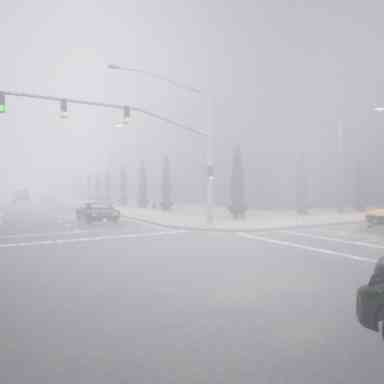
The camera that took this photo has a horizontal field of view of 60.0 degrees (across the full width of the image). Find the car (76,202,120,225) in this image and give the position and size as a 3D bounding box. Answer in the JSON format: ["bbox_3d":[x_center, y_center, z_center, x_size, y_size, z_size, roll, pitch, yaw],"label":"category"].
[{"bbox_3d":[-6.179,1.305,21.374,1.895,1.301,4.718,-1,1,-29],"label":"car"}]

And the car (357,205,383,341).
[{"bbox_3d":[4.344,1.159,2.735,2.150,2.045,5.566,-1,1,-29],"label":"car"}]

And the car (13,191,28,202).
[{"bbox_3d":[-29.073,0.691,56.374,2.097,1.767,4.553,-1,1,-28],"label":"car"}]

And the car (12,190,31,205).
[{"bbox_3d":[-24.166,0.662,47.189,2.150,2.045,5.566,-1,1,-28],"label":"car"}]

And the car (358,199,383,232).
[{"bbox_3d":[11.546,1.182,18.202,5.008,1.535,1.882,-1,1,-29],"label":"car"}]

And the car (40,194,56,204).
[{"bbox_3d":[-21.362,0.995,49.371,1.895,1.301,4.718,-1,1,-28],"label":"car"}]
